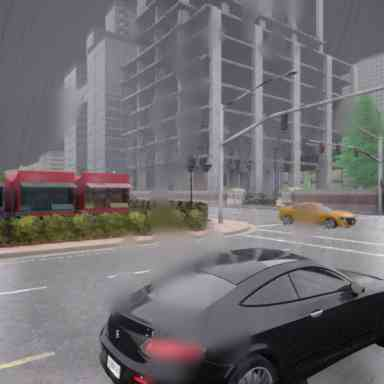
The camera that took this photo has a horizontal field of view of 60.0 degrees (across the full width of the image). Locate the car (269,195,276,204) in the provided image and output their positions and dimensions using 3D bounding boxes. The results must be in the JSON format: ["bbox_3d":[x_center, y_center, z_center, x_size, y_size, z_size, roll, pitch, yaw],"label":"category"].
[{"bbox_3d":[13.213,1.114,59.368,1.905,1.878,3.866,0,0,-36],"label":"car"}]

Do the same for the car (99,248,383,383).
[{"bbox_3d":[1.114,1.526,4.580,4.674,1.442,1.812,0,0,-35],"label":"car"}]

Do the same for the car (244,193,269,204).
[{"bbox_3d":[10.824,1.114,57.652,1.905,1.878,3.866,0,0,-36],"label":"car"}]

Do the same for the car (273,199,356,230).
[{"bbox_3d":[7.913,1.451,21.398,1.882,1.535,5.008,0,0,-36],"label":"car"}]

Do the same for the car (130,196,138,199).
[{"bbox_3d":[-7.898,1.296,43.138,2.097,1.767,4.553,0,0,-36],"label":"car"}]
